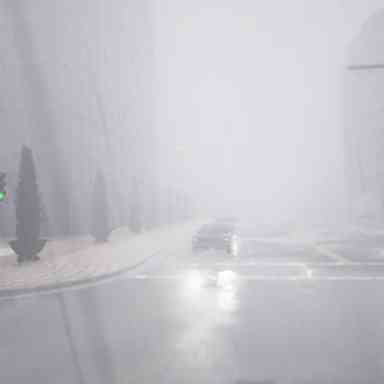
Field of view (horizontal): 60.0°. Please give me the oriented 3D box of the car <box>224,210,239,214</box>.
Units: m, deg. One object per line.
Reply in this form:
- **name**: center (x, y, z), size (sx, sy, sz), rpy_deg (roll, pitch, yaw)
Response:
- **car**: center (5.954, 3.491, 49.393), size (2.097, 1.767, 4.553), rpy_deg (-2, -3, 9)

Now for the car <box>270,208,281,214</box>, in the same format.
- **car**: center (22.319, 4.991, 88.142), size (1.837, 1.490, 4.892), rpy_deg (-2, -3, 8)

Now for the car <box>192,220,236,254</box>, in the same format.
- **car**: center (1.200, 2.396, 17.541), size (1.895, 1.301, 4.718), rpy_deg (-2, -3, 8)

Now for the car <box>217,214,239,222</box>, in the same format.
- **car**: center (3.001, 2.912, 29.750), size (1.895, 1.301, 4.718), rpy_deg (-2, -3, 8)

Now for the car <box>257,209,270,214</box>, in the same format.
- **car**: center (18.858, 5.149, 88.639), size (2.033, 1.411, 5.357), rpy_deg (-2, -3, 8)
